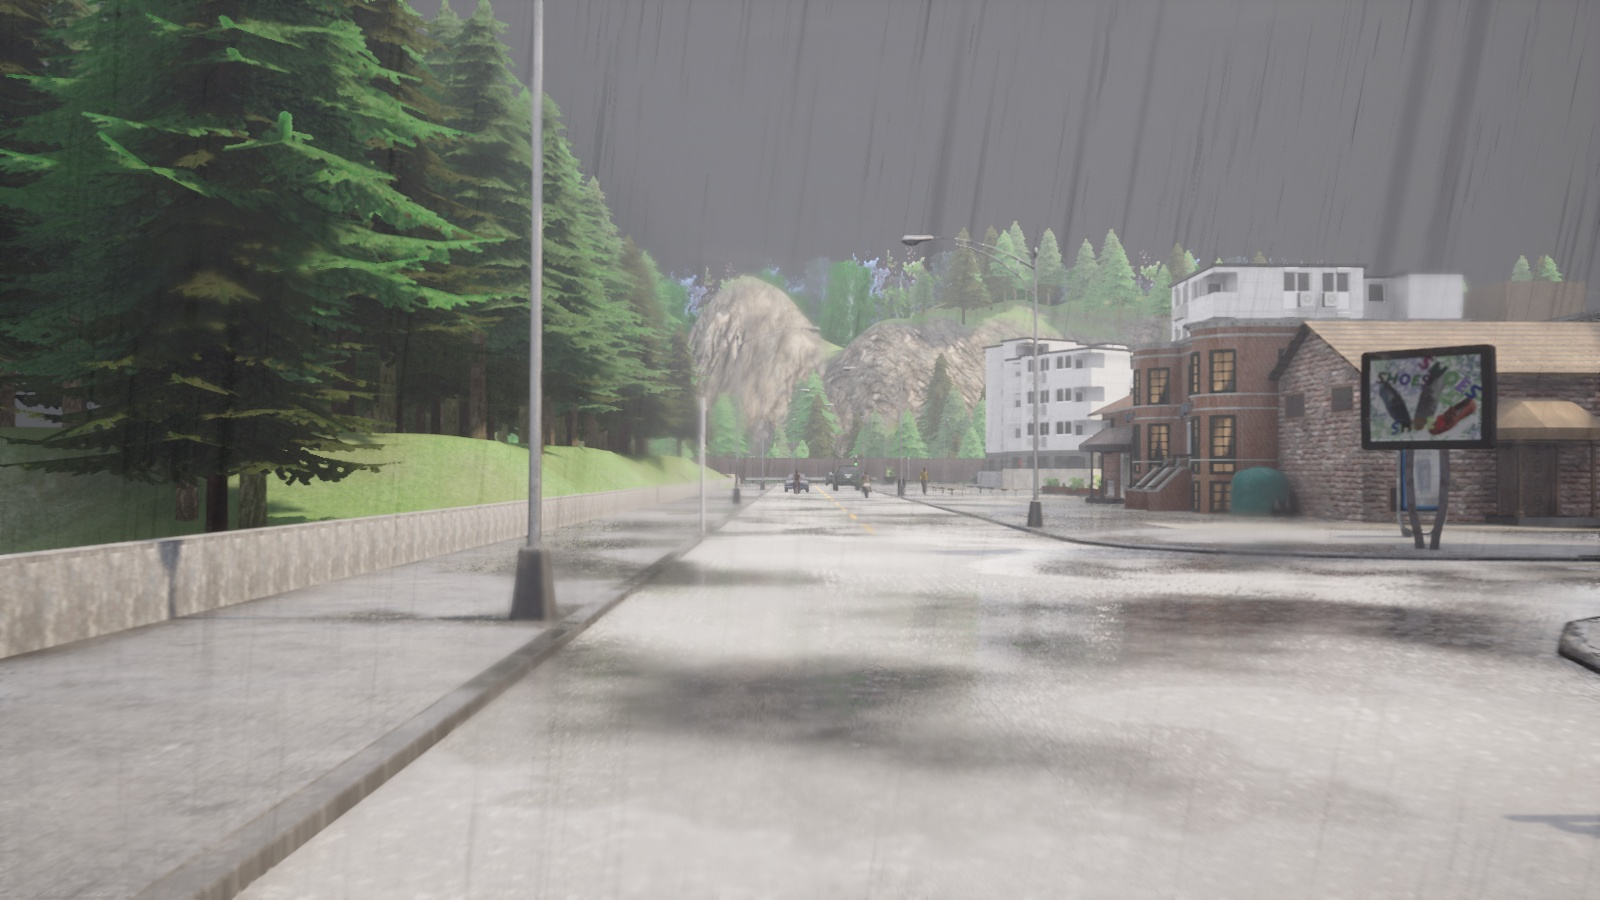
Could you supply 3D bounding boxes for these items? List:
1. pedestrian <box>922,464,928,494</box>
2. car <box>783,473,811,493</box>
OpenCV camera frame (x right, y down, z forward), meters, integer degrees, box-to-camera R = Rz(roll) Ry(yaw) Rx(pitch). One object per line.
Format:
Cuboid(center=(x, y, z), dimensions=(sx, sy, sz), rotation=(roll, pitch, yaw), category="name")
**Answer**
Cuboid(center=(7.643, 1.780, 76.800), dimensions=(0.370, 1.835, 0.726), rotation=(0, -1, 3), category="pedestrian")
Cuboid(center=(-0.216, 2.429, 93.532), dimensions=(2.033, 1.411, 5.357), rotation=(0, -1, 0), category="car")
